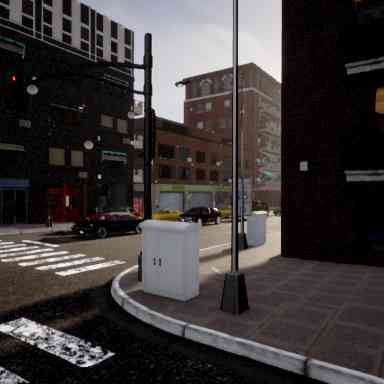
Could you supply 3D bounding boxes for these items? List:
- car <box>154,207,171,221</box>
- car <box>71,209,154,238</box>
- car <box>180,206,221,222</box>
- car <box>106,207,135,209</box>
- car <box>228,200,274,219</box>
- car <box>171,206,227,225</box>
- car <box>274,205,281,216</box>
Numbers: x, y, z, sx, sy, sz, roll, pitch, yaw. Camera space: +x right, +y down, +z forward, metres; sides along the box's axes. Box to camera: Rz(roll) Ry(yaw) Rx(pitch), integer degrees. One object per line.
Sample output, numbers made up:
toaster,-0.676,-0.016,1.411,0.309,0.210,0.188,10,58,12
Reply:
car,-2.353,1.944,27.528,1.752,1.417,4.829,-1,-2,35
car,-4.667,1.881,19.663,1.895,1.301,4.718,0,-1,35
car,0.905,2.092,32.196,1.947,1.339,4.313,-1,-2,35
car,-5.416,1.758,23.141,1.967,1.590,4.097,-1,-2,35
car,6.385,1.866,35.494,2.150,2.045,5.566,0,-1,35
car,0.700,1.962,27.349,1.837,1.490,4.892,0,-1,35
car,12.513,2.394,44.205,2.033,1.411,5.357,0,-1,35
